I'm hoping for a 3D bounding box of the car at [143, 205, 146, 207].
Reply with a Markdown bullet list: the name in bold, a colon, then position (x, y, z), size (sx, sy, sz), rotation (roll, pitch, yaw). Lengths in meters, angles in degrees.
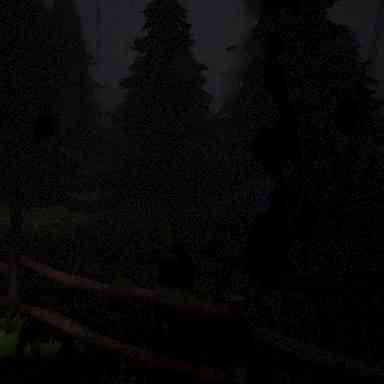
- **car**: position (-7.510, 1.247, 35.749), size (5.566, 2.045, 2.150), rotation (0, 0, -23)
